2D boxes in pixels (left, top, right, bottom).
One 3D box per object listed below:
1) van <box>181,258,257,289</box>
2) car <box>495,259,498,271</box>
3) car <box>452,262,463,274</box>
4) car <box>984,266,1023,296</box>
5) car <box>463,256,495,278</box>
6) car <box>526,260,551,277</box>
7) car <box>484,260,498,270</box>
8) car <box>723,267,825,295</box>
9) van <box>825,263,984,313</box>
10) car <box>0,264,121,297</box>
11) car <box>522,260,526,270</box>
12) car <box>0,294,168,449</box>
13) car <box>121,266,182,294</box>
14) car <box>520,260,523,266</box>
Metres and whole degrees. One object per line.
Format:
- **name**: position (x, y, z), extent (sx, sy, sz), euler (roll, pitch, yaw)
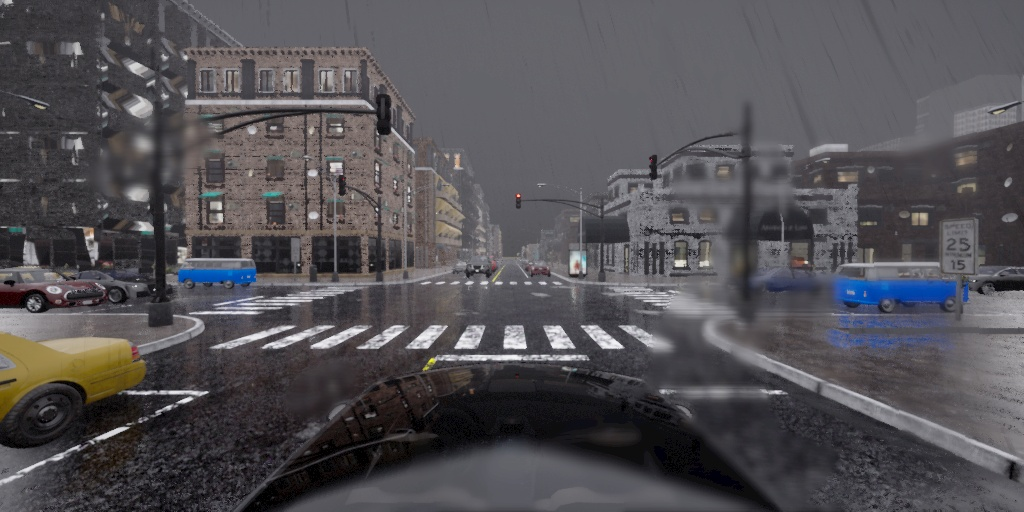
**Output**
- **van**: position (-17.778, 1.028, 21.666), extent (3.998, 1.789, 1.690), euler (0, 0, 0)
- **car**: position (-3.126, 0.981, 45.057), extent (2.150, 2.045, 5.566), euler (0, 0, 0)
- **car**: position (-5.717, 1.306, 40.920), extent (2.007, 1.370, 4.403), euler (0, 0, 0)
- **car**: position (26.083, 1.292, 19.424), extent (4.902, 1.511, 2.128), euler (0, 0, 0)
- **car**: position (-3.116, 0.973, 34.748), extent (2.150, 2.045, 5.566), euler (0, 0, 0)
- **car**: position (2.668, 1.192, 35.241), extent (1.967, 1.591, 4.097), euler (0, 0, 0)
- **car**: position (-3.121, 1.293, 54.979), extent (1.812, 1.442, 4.674), euler (0, 0, 0)
- **car**: position (14.498, 1.318, 19.334), extent (5.357, 1.411, 2.033), euler (0, 0, -1)
- **van**: position (14.648, 1.155, 13.548), extent (3.998, 1.789, 1.690), euler (0, 0, 0)
- **car**: position (-17.730, 1.189, 13.286), extent (4.097, 1.591, 1.967), euler (0, 0, 0)
- **car**: position (2.660, 1.342, 46.634), extent (1.802, 1.307, 4.207), euler (0, 0, 0)
- **car**: position (-5.692, 1.275, 2.598), extent (1.751, 1.417, 4.829), euler (0, 0, 0)
- **car**: position (-17.743, 1.294, 15.869), extent (4.181, 1.385, 1.994), euler (0, 0, -1)
- **car**: position (2.656, 1.315, 52.331), extent (2.007, 1.370, 4.403), euler (0, 0, 0)
